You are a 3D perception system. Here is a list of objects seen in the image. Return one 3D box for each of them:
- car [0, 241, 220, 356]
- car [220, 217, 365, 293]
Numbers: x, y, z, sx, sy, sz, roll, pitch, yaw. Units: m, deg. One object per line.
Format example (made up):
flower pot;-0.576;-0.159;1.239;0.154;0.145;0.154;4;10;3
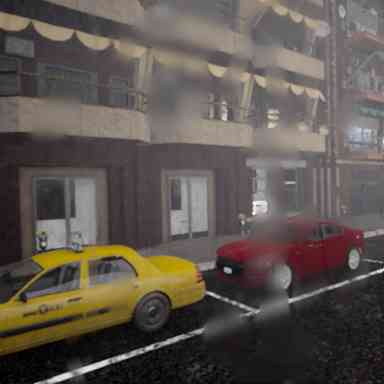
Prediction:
car;-2.042;1.496;5.110;4.829;1.417;1.752;-2;1;-35
car;2.593;1.376;8.418;4.507;1.381;1.887;-2;1;-35
